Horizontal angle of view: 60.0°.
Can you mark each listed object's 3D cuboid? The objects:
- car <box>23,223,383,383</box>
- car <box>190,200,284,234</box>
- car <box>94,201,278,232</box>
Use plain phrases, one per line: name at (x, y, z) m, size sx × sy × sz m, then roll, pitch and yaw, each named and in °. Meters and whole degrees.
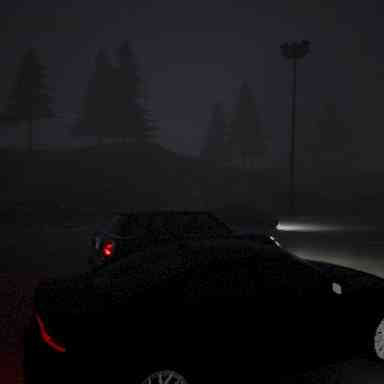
car at (0.631, 1.369, 4.304) m, size 5.008 × 1.535 × 1.882 m, roll 0°, pitch 2°, yaw -25°
car at (2.248, 1.173, 16.662) m, size 4.181 × 1.385 × 1.994 m, roll 0°, pitch 2°, yaw -25°
car at (-0.058, 1.141, 7.842) m, size 4.553 × 1.767 × 2.097 m, roll 0°, pitch 2°, yaw -25°
